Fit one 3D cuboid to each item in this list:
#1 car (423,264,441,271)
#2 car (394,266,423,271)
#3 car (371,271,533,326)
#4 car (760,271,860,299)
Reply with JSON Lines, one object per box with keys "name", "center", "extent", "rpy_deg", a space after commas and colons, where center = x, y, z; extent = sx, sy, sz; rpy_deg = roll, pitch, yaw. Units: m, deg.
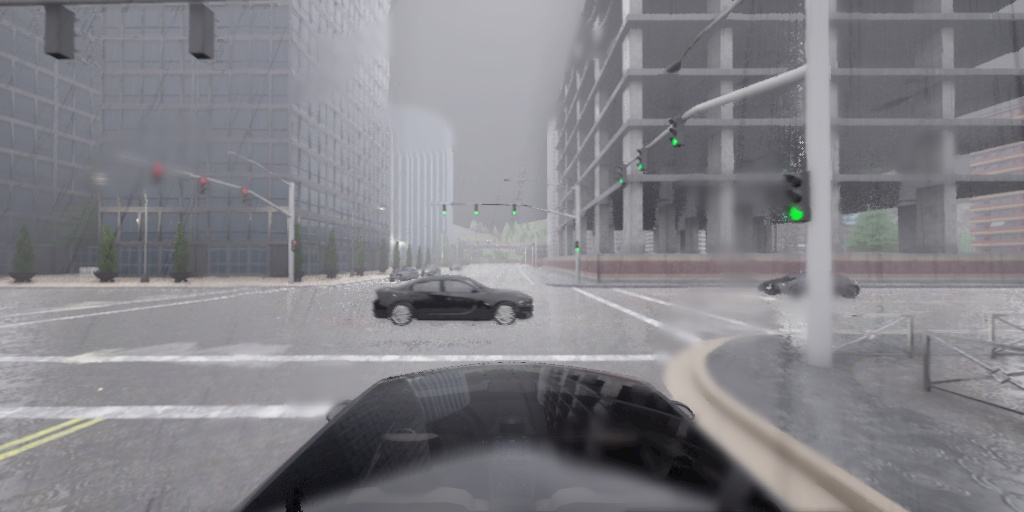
{"name": "car", "center": [-10.600, 1.798, 47.112], "extent": [2.128, 1.511, 4.902], "rpy_deg": [0, 0, 0]}
{"name": "car", "center": [-10.600, 1.732, 35.590], "extent": [1.994, 1.385, 4.181], "rpy_deg": [0, -1, 0]}
{"name": "car", "center": [-1.819, 1.357, 11.449], "extent": [5.008, 1.535, 1.882], "rpy_deg": [0, -1, -1]}
{"name": "car", "center": [15.426, 1.467, 18.713], "extent": [4.181, 1.385, 1.994], "rpy_deg": [0, -1, 0]}
